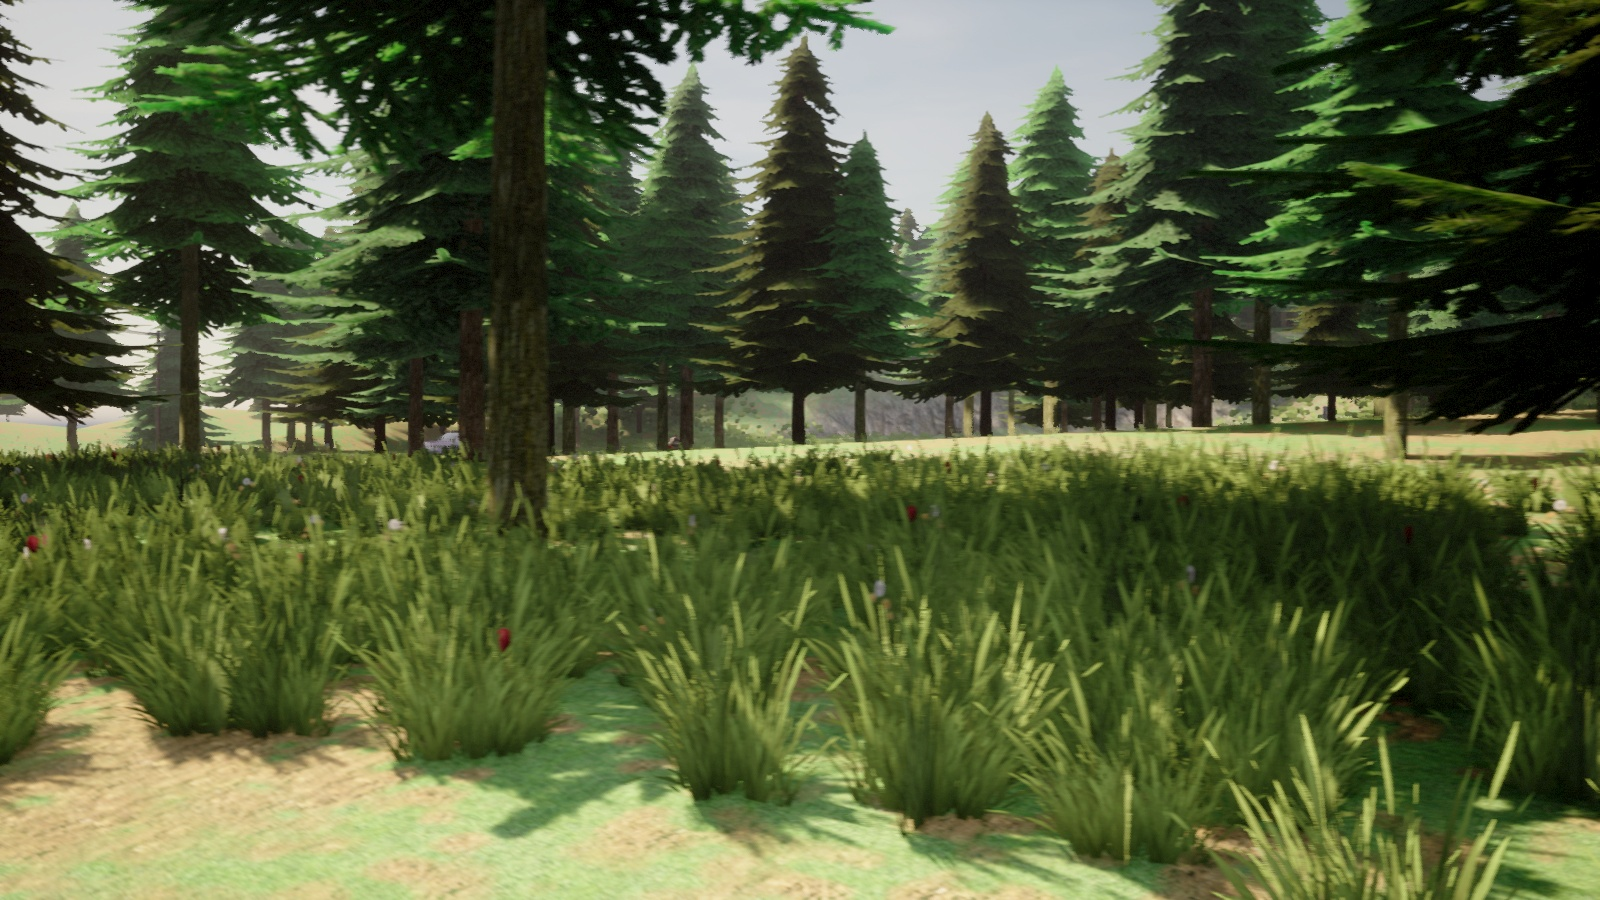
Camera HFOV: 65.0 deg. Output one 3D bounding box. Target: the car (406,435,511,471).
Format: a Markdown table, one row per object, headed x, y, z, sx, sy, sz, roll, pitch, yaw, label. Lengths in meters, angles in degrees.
| x | y | z | sx | sy | sz | roll | pitch | yaw | label |
| --- | --- | --- | --- | --- | --- | --- | --- | --- | --- |
| -16.798 | 0.108 | 61.987 | 2.033 | 1.649 | 4.856 | 0 | 1 | 33 | car |

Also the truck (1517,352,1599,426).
| x | y | z | sx | sy | sz | roll | pitch | yaw | label |
| --- | --- | --- | --- | --- | --- | --- | --- | --- | --- |
| 42.694 | -3.393 | 66.007 | 7.936 | 3.462 | 2.891 | -7 | -4 | 44 | truck |
